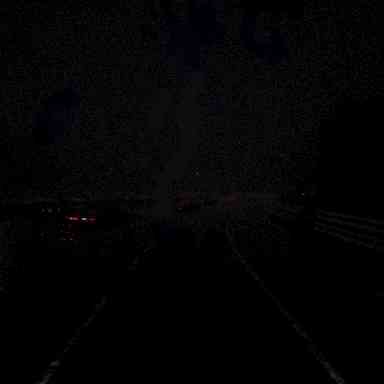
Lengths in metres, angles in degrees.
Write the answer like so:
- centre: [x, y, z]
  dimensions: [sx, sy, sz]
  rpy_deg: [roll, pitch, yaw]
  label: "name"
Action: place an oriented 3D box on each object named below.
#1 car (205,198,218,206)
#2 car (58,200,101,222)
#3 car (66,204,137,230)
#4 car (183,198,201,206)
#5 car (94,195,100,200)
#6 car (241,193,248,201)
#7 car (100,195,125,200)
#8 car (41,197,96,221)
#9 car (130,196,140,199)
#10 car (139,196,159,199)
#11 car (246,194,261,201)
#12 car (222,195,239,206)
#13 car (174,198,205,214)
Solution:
- centre: [3.408, 1.736, 60.140]
  dimensions: [1.994, 1.385, 4.181]
  rpy_deg: [0, 0, 19]
  label: "car"
- centre: [-8.162, 1.706, 26.869]
  dimensions: [1.837, 1.490, 4.892]
  rpy_deg: [0, 0, 19]
  label: "car"
- centre: [-5.842, 1.726, 22.885]
  dimensions: [2.033, 1.411, 5.357]
  rpy_deg: [0, 0, 19]
  label: "car"
- centre: [0.112, 1.800, 61.316]
  dimensions: [1.895, 1.301, 4.718]
  rpy_deg: [0, 0, 19]
  label: "car"
- centre: [-19.311, 1.586, 69.407]
  dimensions: [2.150, 2.045, 5.566]
  rpy_deg: [0, 0, 19]
  label: "car"
- centre: [15.220, 1.388, 94.114]
  dimensions: [2.150, 2.045, 5.566]
  rpy_deg: [0, 0, 19]
  label: "car"
- centre: [-15.905, 1.559, 68.545]
  dimensions: [2.150, 2.045, 5.566]
  rpy_deg: [0, 0, 19]
  label: "car"
- centre: [-10.991, 1.580, 29.395]
  dimensions: [2.097, 1.767, 4.553]
  rpy_deg: [0, 0, 19]
  label: "car"
- centre: [-14.090, 1.702, 84.418]
  dimensions: [2.097, 1.767, 4.553]
  rpy_deg: [0, 0, 19]
  label: "car"
- centre: [-10.692, 1.872, 83.528]
  dimensions: [1.994, 1.385, 4.181]
  rpy_deg: [0, 0, 19]
  label: "car"
- centre: [15.883, 1.680, 85.357]
  dimensions: [1.994, 1.385, 4.181]
  rpy_deg: [0, 0, 19]
  label: "car"
- centre: [6.718, 1.622, 59.004]
  dimensions: [1.882, 1.535, 5.008]
  rpy_deg: [0, 0, 19]
  label: "car"
- centre: [-0.423, 1.641, 38.472]
  dimensions: [1.882, 1.535, 5.008]
  rpy_deg: [0, 0, 19]
  label: "car"
